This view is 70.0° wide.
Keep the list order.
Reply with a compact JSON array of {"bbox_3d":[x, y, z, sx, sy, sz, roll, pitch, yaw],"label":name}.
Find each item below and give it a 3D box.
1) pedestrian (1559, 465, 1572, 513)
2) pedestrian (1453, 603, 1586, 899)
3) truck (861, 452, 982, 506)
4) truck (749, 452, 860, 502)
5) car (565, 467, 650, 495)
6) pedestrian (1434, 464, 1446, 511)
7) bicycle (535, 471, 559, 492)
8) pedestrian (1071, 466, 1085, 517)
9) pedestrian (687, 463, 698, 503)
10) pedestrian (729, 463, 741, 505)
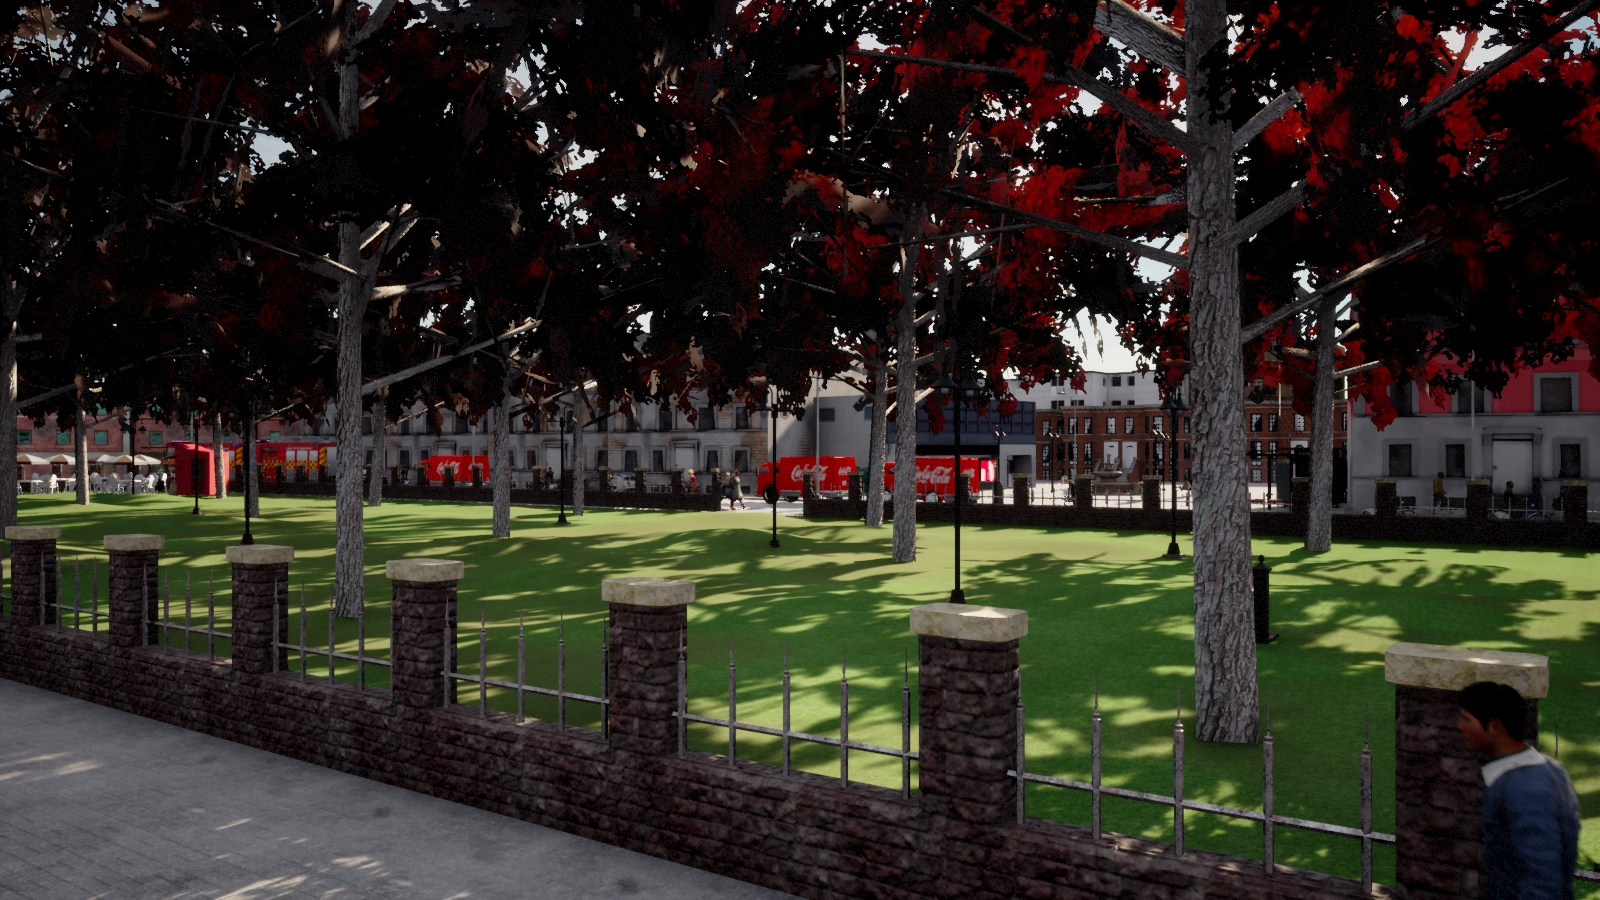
[{"bbox_3d":[29.888,1.522,44.603,0.375,1.860,0.375,0,0,38],"label":"pedestrian"},{"bbox_3d":[2.634,1.526,4.180,0.375,1.860,0.375,0,0,38],"label":"pedestrian"},{"bbox_3d":[5.909,1.356,55.624,5.204,2.467,2.627,1,0,35],"label":"truck"},{"bbox_3d":[0.205,1.348,59.637,5.204,2.467,2.627,0,0,35],"label":"truck"},{"bbox_3d":[-11.432,1.827,67.802,4.902,1.511,2.128,0,0,35],"label":"car"},{"bbox_3d":[26.095,1.524,46.582,0.375,1.860,0.375,0,0,36],"label":"pedestrian"},{"bbox_3d":[-15.681,1.940,70.806,1.835,1.271,0.329,0,0,35],"label":"bicycle"},{"bbox_3d":[10.173,1.524,41.858,0.375,1.860,0.375,0,0,35],"label":"pedestrian"},{"bbox_3d":[-5.028,1.522,53.282,0.375,1.860,0.375,0,0,30],"label":"pedestrian"},{"bbox_3d":[-2.883,1.525,50.982,0.375,1.860,0.375,0,0,42],"label":"pedestrian"}]
